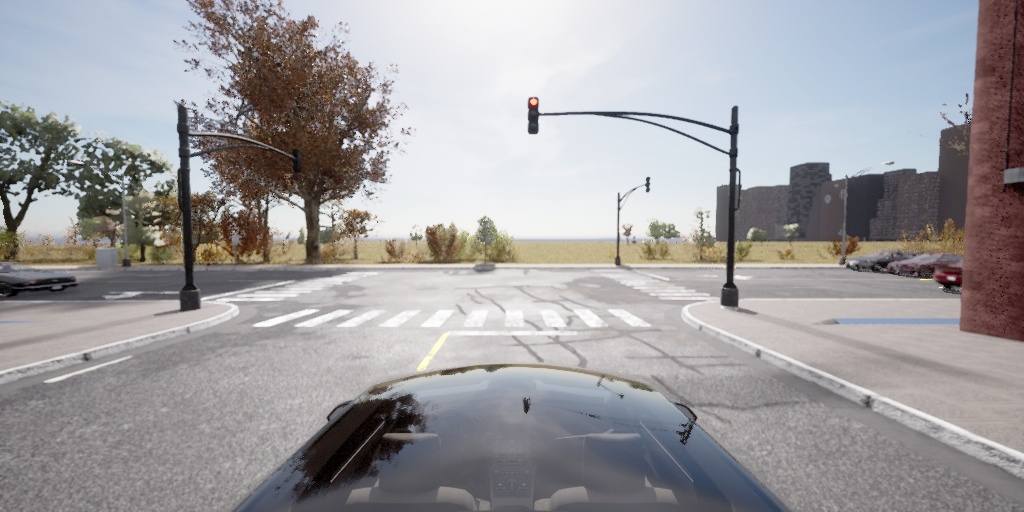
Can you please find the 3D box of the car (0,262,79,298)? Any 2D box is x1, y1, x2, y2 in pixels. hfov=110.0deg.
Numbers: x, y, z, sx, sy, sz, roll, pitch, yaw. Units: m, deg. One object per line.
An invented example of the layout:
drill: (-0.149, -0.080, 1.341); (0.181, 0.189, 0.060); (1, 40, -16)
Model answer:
car: (-21.984, 0.954, 15.153); (5.357, 1.411, 2.033); (0, 3, -2)

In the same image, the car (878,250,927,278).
car: (25.936, 0.544, 21.974); (4.674, 1.442, 1.812); (0, 3, 1)

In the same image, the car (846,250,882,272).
car: (26.446, 0.357, 25.209); (4.902, 1.511, 2.128); (0, 3, 1)

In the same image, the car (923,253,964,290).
car: (21.437, 0.812, 15.444); (5.008, 1.535, 1.882); (0, 3, 1)
